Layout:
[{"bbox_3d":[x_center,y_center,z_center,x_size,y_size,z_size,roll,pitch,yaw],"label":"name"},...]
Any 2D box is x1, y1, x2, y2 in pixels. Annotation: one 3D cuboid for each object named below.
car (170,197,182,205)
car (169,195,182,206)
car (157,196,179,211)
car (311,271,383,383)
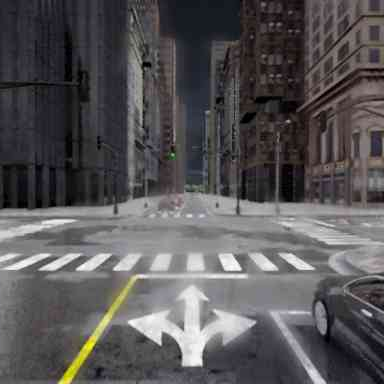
[{"bbox_3d":[-2.816,1.499,59.320,1.895,1.301,4.718,0,0,1],"label":"car"},{"bbox_3d":[-2.907,1.266,49.128,2.097,1.767,4.553,0,0,0],"label":"car"},{"bbox_3d":[-2.960,1.478,39.006,2.033,1.411,5.357,0,0,-1],"label":"car"},{"bbox_3d":[2.761,1.543,3.728,2.008,1.369,4.403,0,0,0],"label":"car"}]
